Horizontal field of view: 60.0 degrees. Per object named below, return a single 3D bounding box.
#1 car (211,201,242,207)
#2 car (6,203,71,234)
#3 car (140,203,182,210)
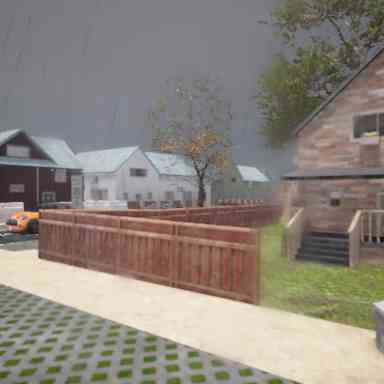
[{"bbox_3d":[3.774,1.797,37.133,1.882,1.535,5.008,0,-1,37],"label":"car"},{"bbox_3d":[-8.761,1.471,20.396,2.097,1.767,4.553,0,0,37],"label":"car"},{"bbox_3d":[-2.762,1.707,28.418,2.128,1.511,4.902,0,0,37],"label":"car"}]
